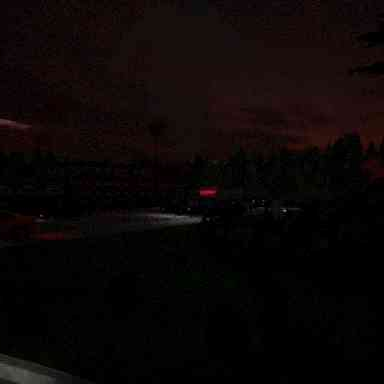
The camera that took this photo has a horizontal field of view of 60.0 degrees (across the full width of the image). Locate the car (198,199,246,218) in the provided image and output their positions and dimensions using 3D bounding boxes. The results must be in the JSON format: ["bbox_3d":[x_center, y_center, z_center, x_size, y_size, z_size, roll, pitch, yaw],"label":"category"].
[{"bbox_3d":[3.006,1.629,30.492,1.895,1.301,4.718,0,0,39],"label":"car"}]

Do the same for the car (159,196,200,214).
[{"bbox_3d":[-1.470,1.553,36.097,1.837,1.490,4.892,0,0,39],"label":"car"}]

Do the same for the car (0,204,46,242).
[{"bbox_3d":[-9.528,1.523,14.809,1.882,1.535,5.008,0,0,38],"label":"car"}]

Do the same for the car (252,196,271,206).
[{"bbox_3d":[11.195,1.411,51.660,2.097,1.767,4.553,0,0,39],"label":"car"}]

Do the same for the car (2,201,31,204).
[{"bbox_3d":[-15.880,1.560,29.290,1.882,1.535,5.008,0,0,39],"label":"car"}]

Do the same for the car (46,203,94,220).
[{"bbox_3d":[-11.204,1.670,29.536,1.895,1.301,4.718,0,0,39],"label":"car"}]

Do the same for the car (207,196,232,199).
[{"bbox_3d":[4.744,1.524,49.325,1.882,1.535,5.008,0,0,39],"label":"car"}]

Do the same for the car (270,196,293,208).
[{"bbox_3d":[13.843,1.553,49.369,1.812,1.442,4.674,0,0,39],"label":"car"}]

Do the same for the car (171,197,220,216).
[{"bbox_3d":[0.415,1.564,32.834,1.812,1.442,4.674,0,0,39],"label":"car"}]

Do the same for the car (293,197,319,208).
[{"bbox_3d":[16.550,1.533,47.150,1.837,1.490,4.892,0,0,39],"label":"car"}]
